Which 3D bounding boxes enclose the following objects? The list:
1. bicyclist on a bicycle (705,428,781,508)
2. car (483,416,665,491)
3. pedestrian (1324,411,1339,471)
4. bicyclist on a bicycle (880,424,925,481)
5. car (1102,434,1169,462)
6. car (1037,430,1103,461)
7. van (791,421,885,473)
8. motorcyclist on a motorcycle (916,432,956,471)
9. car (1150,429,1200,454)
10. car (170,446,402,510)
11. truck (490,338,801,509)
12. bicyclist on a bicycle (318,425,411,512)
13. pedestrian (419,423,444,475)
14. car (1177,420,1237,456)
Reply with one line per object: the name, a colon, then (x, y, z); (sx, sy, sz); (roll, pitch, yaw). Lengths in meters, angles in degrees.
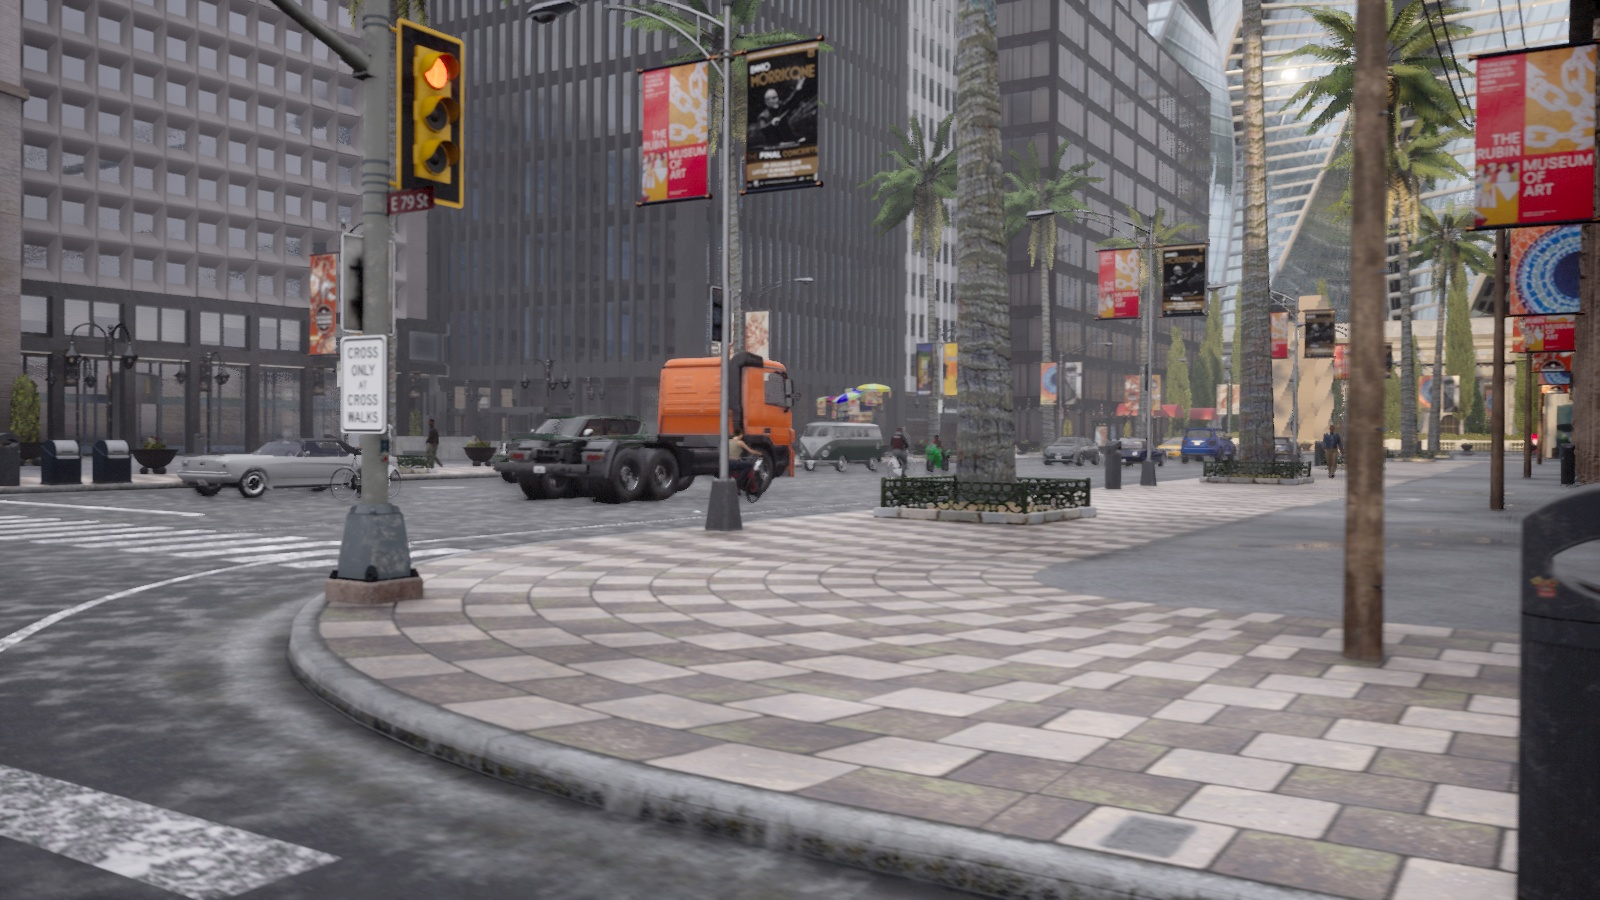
bicyclist on a bicycle: (-1.190, 0.354, 26.291); (0.866, 1.612, 1.509); (0, 1, 32)
car: (-6.610, 0.052, 37.473); (2.150, 2.045, 5.566); (0, 1, 31)
pedestrian: (17.423, -0.299, 41.146); (0.423, 1.949, 0.788); (0, 1, 24)
bicyclist on a bicycle: (3.299, 0.070, 40.159); (0.659, 1.776, 1.843); (0, 1, 32)
car: (16.561, -0.103, 61.838); (1.895, 1.301, 4.718); (0, 1, 31)
car: (13.832, -0.257, 64.084); (2.007, 1.525, 4.514); (0, 1, 30)
van: (1.595, -0.161, 50.683); (1.775, 1.987, 4.442); (0, 1, 32)
motorcyclist on a motorcycle: (5.461, 0.035, 50.277); (0.797, 1.523, 2.044); (0, 1, 32)
car: (24.446, -0.590, 81.666); (1.801, 1.575, 5.366); (0, 1, 31)
car: (-11.772, 0.590, 29.101); (1.895, 1.301, 4.718); (0, 1, 32)
truck: (-3.295, -0.584, 29.522); (2.891, 3.462, 7.936); (0, 1, 32)
bicyclist on a bicycle: (-9.206, 0.365, 26.627); (0.659, 1.776, 1.843); (0, 1, 32)
pedestrian: (-13.072, -0.032, 44.556); (0.431, 1.840, 0.703); (0, 1, 37)
car: (24.148, -0.717, 74.402); (2.150, 2.045, 5.566); (0, 1, 31)
